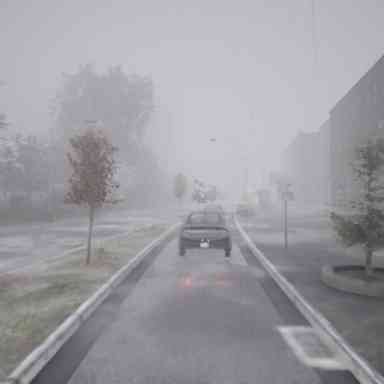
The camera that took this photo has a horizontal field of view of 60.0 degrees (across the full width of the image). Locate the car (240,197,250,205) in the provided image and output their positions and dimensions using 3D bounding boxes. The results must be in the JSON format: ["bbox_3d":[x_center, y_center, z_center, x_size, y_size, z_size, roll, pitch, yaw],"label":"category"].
[{"bbox_3d":[12.583,2.190,78.737,2.185,1.767,4.553,0,-1,9],"label":"car"}]

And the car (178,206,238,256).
[{"bbox_3d":[0.543,1.524,13.255,2.128,1.511,4.902,0,0,3],"label":"car"}]

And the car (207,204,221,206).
[{"bbox_3d":[1.916,1.746,29.253,1.994,1.385,4.181,0,-1,7],"label":"car"}]

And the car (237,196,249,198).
[{"bbox_3d":[11.700,1.996,73.324,2.435,2.045,5.566,0,-1,9],"label":"car"}]

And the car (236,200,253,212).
[{"bbox_3d":[7.235,1.918,45.959,2.163,1.488,4.792,0,-1,9],"label":"car"}]

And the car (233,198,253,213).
[{"bbox_3d":[6.374,1.814,40.528,2.097,1.535,5.008,-1,-1,9],"label":"car"}]
